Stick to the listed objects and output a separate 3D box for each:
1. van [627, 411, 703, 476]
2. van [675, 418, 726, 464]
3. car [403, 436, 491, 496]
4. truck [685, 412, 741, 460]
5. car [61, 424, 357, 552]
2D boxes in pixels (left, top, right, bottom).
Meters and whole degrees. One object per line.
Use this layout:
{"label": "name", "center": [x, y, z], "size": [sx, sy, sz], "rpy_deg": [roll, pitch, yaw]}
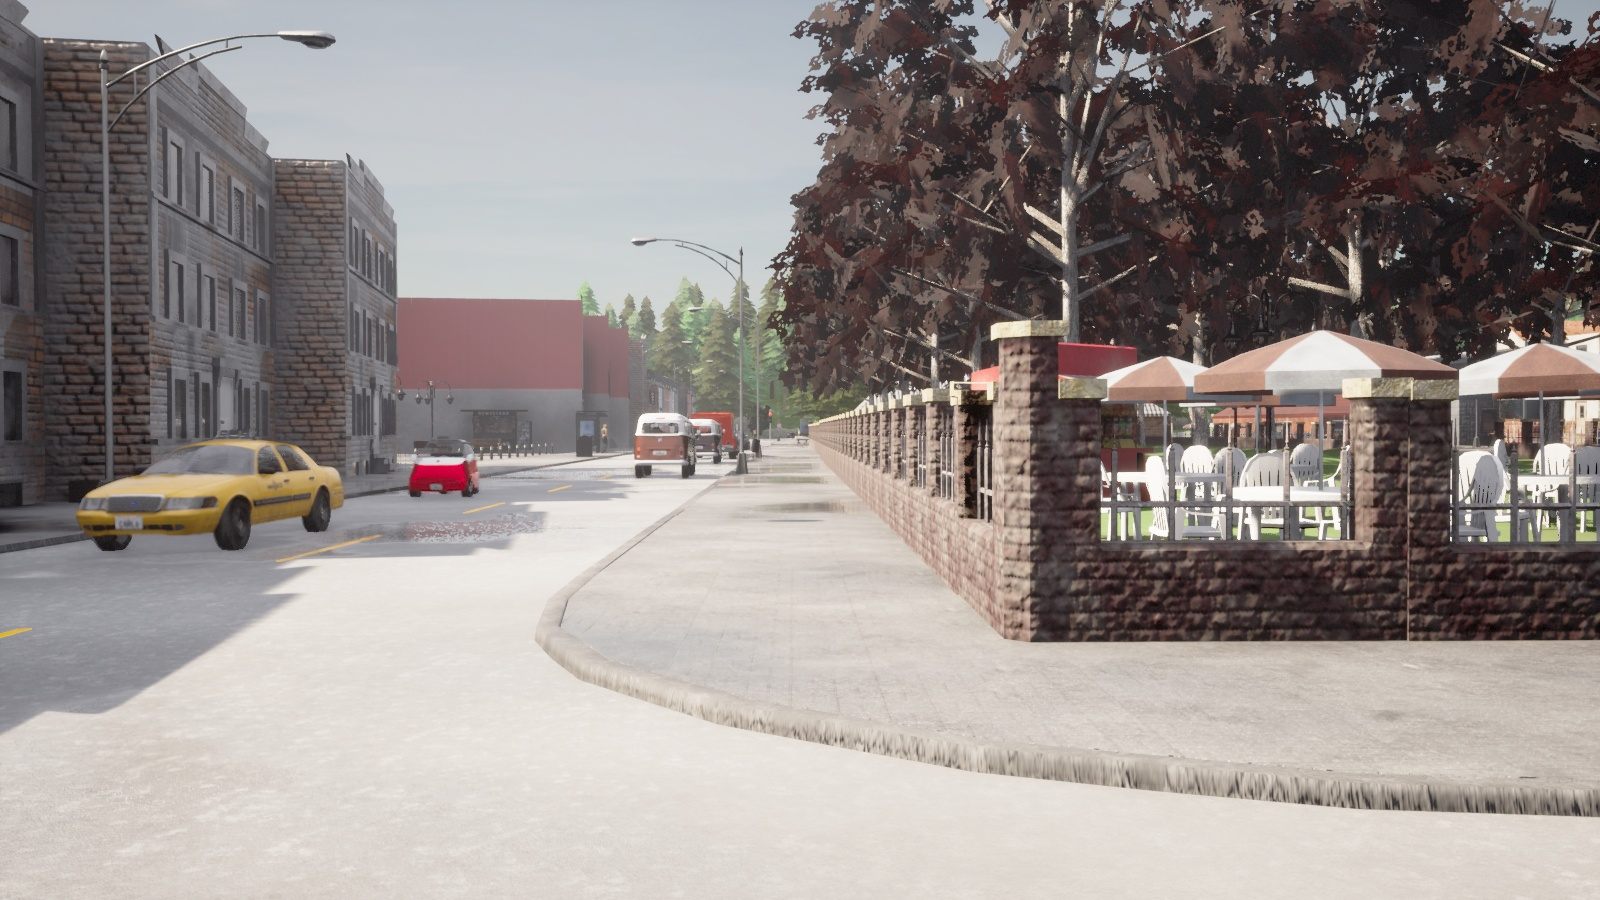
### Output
{"label": "van", "center": [-4.438, -0.182, 41.779], "size": [2.069, 2.038, 4.480], "rpy_deg": [0, -1, 0]}
{"label": "van", "center": [-4.558, -0.445, 58.197], "size": [2.069, 2.038, 4.480], "rpy_deg": [0, 1, 0]}
{"label": "car", "center": [-8.349, 0.349, 29.809], "size": [1.481, 1.376, 2.207], "rpy_deg": [0, 1, 0]}
{"label": "truck", "center": [-4.619, -0.807, 67.594], "size": [2.627, 2.467, 5.204], "rpy_deg": [0, 1, 0]}
{"label": "car", "center": [-8.260, 0.428, 18.225], "size": [1.801, 1.575, 5.366], "rpy_deg": [0, 1, 0]}
